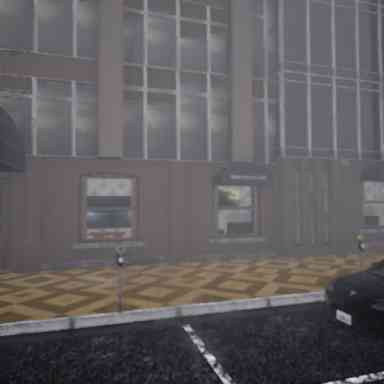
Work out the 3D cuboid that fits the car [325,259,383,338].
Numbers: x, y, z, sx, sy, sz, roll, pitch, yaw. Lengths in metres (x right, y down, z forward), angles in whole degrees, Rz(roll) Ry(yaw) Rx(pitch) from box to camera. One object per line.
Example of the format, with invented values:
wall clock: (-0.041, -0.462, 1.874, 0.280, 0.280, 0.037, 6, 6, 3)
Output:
car: (4.624, 1.718, 6.183, 4.313, 1.339, 1.947, 0, -1, -16)
